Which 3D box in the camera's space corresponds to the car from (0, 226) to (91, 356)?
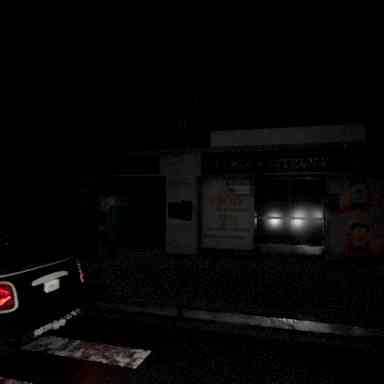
[{"bbox_3d":[-4.083,1.413,5.515,4.553,1.767,2.097,-1,-1,17],"label":"car"}]
